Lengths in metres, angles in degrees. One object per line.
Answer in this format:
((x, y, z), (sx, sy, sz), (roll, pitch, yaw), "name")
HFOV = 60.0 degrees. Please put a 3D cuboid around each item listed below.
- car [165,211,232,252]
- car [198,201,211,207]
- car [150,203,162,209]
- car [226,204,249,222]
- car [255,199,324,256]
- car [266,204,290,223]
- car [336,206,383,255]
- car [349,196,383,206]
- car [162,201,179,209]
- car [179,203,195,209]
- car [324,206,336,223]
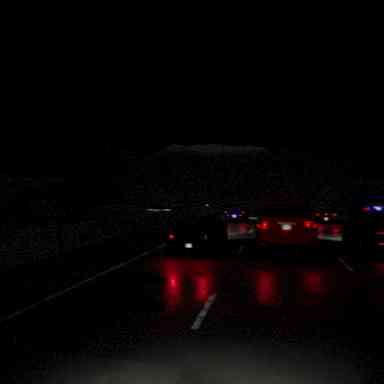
((0.400, 1.725, 14.565), (1.895, 1.301, 4.718), (-1, -1, 14), "car")
((2.708, 2.659, 68.792), (2.097, 1.767, 4.553), (-1, -2, 14), "car")
((-7.513, 3.011, 71.179), (1.994, 1.385, 4.181), (-1, -2, 14), "car")
((3.997, 1.827, 29.435), (1.812, 1.442, 4.674), (-1, -1, 14), "car")
((3.779, 1.288, 13.679), (2.150, 2.045, 5.566), (-1, -1, 14), "car")
((7.398, 1.775, 28.606), (1.812, 1.442, 4.674), (-1, -1, 14), "car")
((7.250, 1.528, 13.111), (1.837, 1.490, 4.892), (-1, 0, 14), "car")
((14.113, 1.356, 26.636), (2.150, 2.045, 5.566), (-1, -1, 14), "car")
((-4.106, 2.762, 70.393), (2.097, 1.767, 4.553), (-1, -2, 14), "car")
((-0.709, 2.906, 69.535), (1.994, 1.385, 4.181), (-1, -2, 14), "car")
((10.731, 1.794, 27.514), (1.895, 1.301, 4.718), (-1, -1, 14), "car")
